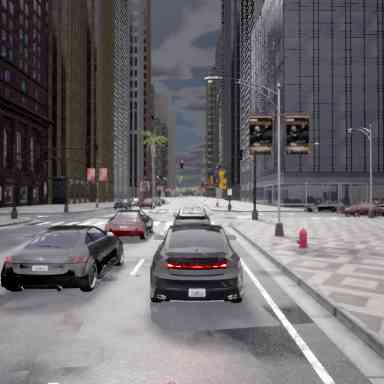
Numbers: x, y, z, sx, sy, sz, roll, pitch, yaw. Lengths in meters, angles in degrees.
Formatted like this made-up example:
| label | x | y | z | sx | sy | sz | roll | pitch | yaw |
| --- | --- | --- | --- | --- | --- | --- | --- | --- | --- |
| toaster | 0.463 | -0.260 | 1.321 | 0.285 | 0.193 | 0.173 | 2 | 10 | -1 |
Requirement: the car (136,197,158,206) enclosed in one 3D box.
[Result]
| label | x | y | z | sx | sy | sz | roll | pitch | yaw |
| --- | --- | --- | --- | --- | --- | --- | --- | --- | --- |
| car | -6.674 | 1.709 | 50.054 | 1.882 | 1.535 | 5.008 | 0 | 0 | 0 |

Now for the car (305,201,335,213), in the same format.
| label | x | y | z | sx | sy | sz | roll | pitch | yaw |
| --- | --- | --- | --- | --- | --- | --- | --- | --- | --- |
| car | 15.126 | 1.663 | 37.791 | 4.313 | 1.339 | 1.947 | 0 | 0 | -1 |

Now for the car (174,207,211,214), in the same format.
| label | x | y | z | sx | sy | sz | roll | pitch | yaw |
| --- | --- | --- | --- | --- | --- | --- | --- | --- | --- |
| car | 0.022 | 1.530 | 17.543 | 2.128 | 1.511 | 4.902 | 0 | 0 | 0 |

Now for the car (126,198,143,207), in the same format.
| label | x | y | z | sx | sy | sz | roll | pitch | yaw |
| --- | --- | --- | --- | --- | --- | --- | --- | --- | --- |
| car | -9.923 | 1.778 | 57.878 | 2.128 | 1.511 | 4.902 | 0 | 0 | 0 |

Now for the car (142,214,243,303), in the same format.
| label | x | y | z | sx | sy | sz | roll | pitch | yaw |
| --- | --- | --- | --- | --- | --- | --- | --- | --- | --- |
| car | 0.088 | 1.515 | 8.222 | 1.837 | 1.490 | 4.892 | 0 | 0 | 0 |

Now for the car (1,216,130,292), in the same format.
| label | x | y | z | sx | sy | sz | roll | pitch | yaw |
| --- | --- | --- | --- | --- | --- | --- | --- | --- | --- |
| car | -3.170 | 1.576 | 8.997 | 1.994 | 1.385 | 4.181 | 0 | 0 | 1 |

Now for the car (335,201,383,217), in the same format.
| label | x | y | z | sx | sy | sz | roll | pitch | yaw |
| --- | --- | --- | --- | --- | --- | --- | --- | --- | --- |
| car | 15.270 | 1.577 | 29.267 | 4.206 | 1.307 | 1.802 | 0 | 0 | -1 |

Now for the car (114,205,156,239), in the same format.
| label | x | y | z | sx | sy | sz | roll | pitch | yaw |
| --- | --- | --- | --- | --- | --- | --- | --- | --- | --- |
| car | -3.177 | 1.602 | 17.396 | 1.994 | 1.385 | 4.181 | 0 | 0 | 0 |

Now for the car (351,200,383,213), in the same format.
| label | x | y | z | sx | sy | sz | roll | pitch | yaw |
| --- | --- | --- | --- | --- | --- | --- | --- | --- | --- |
| car | 20.766 | 1.644 | 37.887 | 4.313 | 1.339 | 1.947 | 0 | 0 | -1 |

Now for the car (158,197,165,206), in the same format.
| label | x | y | z | sx | sy | sz | roll | pitch | yaw |
| --- | --- | --- | --- | --- | --- | --- | --- | --- | --- |
| car | -6.664 | 1.655 | 60.091 | 2.097 | 1.767 | 4.553 | 0 | 0 | 0 |

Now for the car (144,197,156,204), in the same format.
| label | x | y | z | sx | sy | sz | roll | pitch | yaw |
| --- | --- | --- | --- | --- | --- | --- | --- | --- | --- |
| car | -9.874 | 1.991 | 78.358 | 2.033 | 1.411 | 5.357 | 0 | 0 | 0 |

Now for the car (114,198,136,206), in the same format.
| label | x | y | z | sx | sy | sz | roll | pitch | yaw |
| --- | --- | --- | --- | --- | --- | --- | --- | --- | --- |
| car | -9.925 | 1.768 | 48.324 | 2.033 | 1.411 | 5.357 | 0 | 0 | 0 |

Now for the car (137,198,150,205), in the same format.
| label | x | y | z | sx | sy | sz | roll | pitch | yaw |
| --- | --- | --- | --- | --- | --- | --- | --- | --- | --- |
| car | -9.861 | 1.927 | 67.764 | 1.994 | 1.385 | 4.181 | 0 | 0 | 1 |
